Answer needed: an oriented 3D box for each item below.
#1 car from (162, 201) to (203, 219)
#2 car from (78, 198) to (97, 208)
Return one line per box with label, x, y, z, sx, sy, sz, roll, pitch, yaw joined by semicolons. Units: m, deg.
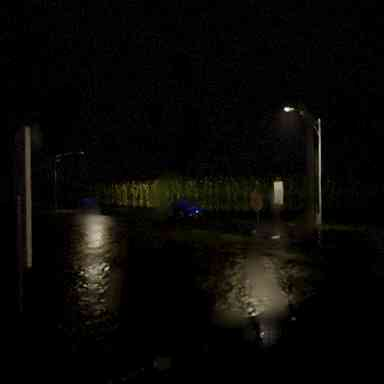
car;-0.992;1.550;30.804;1.882;1.535;5.008;-1;0;-35
car;-16.327;1.697;51.958;1.812;1.442;4.674;-1;0;-36
